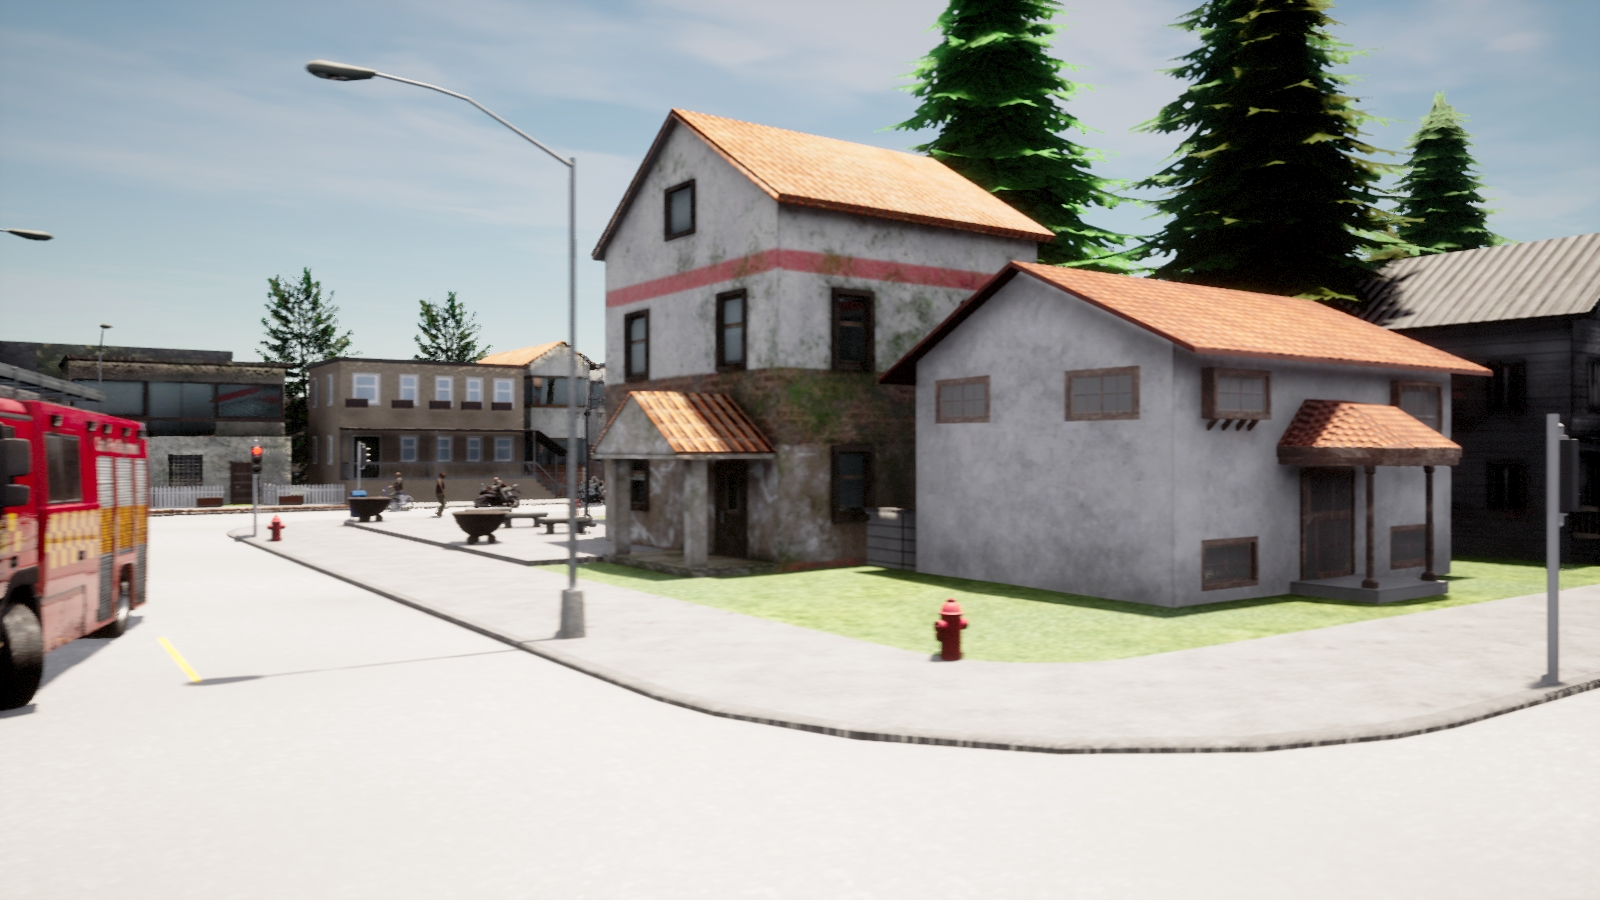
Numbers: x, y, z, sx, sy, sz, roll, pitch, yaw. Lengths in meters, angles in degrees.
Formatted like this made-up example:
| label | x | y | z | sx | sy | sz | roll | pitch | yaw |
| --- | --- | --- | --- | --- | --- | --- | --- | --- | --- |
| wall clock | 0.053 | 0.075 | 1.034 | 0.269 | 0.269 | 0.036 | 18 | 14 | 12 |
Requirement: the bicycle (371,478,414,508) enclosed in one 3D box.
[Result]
| label | x | y | z | sx | sy | sz | roll | pitch | yaw |
| --- | --- | --- | --- | --- | --- | --- | --- | --- | --- |
| bicycle | -18.414 | 1.940 | 51.638 | 1.835 | 1.271 | 0.329 | 0 | 0 | -35 |

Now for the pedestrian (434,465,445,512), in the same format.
| label | x | y | z | sx | sy | sz | roll | pitch | yaw |
| --- | --- | --- | --- | --- | --- | --- | --- | --- | --- |
| pedestrian | -14.270 | 1.517 | 45.235 | 0.375 | 1.860 | 0.375 | 0 | 0 | -20 |

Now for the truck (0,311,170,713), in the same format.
| label | x | y | z | sx | sy | sz | roll | pitch | yaw |
| --- | --- | --- | --- | --- | --- | --- | --- | --- | --- |
| truck | -10.353 | 0.673 | 14.319 | 2.891 | 3.827 | 8.468 | 1 | -1 | -19 |

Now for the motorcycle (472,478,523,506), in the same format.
| label | x | y | z | sx | sy | sz | roll | pitch | yaw |
| --- | --- | --- | --- | --- | --- | --- | --- | --- | --- |
| motorcycle | -14.412 | 1.985 | 54.449 | 2.209 | 1.251 | 0.867 | 0 | 0 | -35 |
